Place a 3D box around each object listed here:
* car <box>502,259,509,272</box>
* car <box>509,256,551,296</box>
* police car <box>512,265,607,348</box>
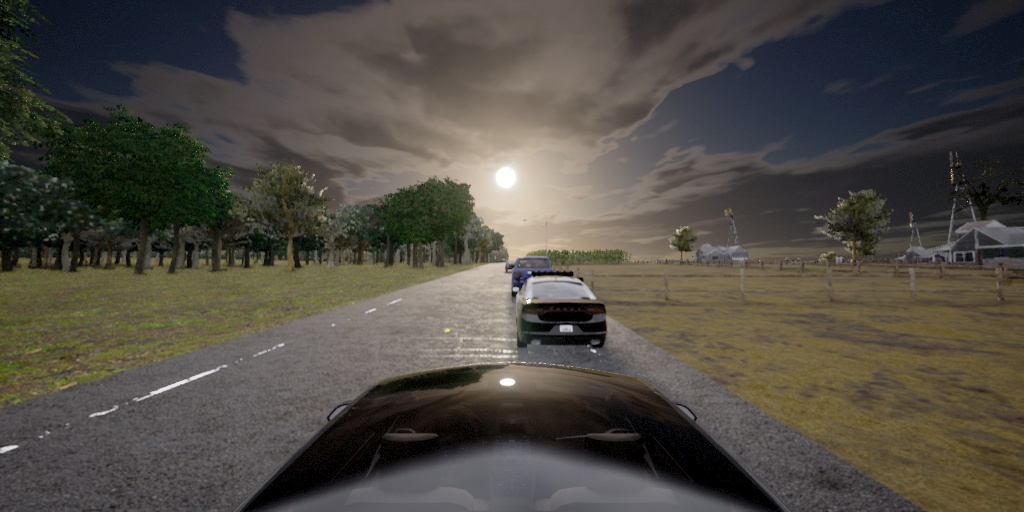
[{"bbox_3d":[0.034,1.412,50.010,2.128,1.511,4.902,0,0,1],"label":"car"},{"bbox_3d":[1.049,1.042,19.435,2.150,2.045,5.566,0,0,0],"label":"car"},{"bbox_3d":[1.049,1.207,9.502,1.930,1.638,5.238,0,0,0],"label":"police car"}]
